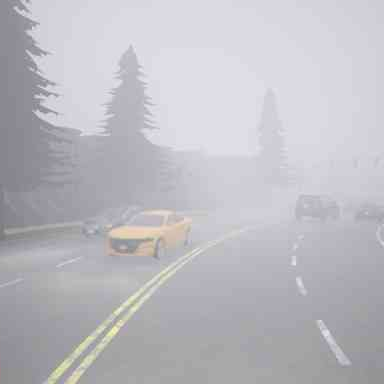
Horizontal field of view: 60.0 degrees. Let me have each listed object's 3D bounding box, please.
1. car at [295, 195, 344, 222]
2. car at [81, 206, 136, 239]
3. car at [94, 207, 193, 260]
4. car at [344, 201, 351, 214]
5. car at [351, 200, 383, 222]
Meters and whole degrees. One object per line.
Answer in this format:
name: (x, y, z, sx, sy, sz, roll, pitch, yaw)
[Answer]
car: (10.168, 1.222, 26.876, 2.150, 2.045, 5.566, 0, 0, 38)
car: (-3.630, 1.491, 17.085, 2.128, 1.511, 4.902, 0, 0, 21)
car: (-1.423, 1.477, 12.855, 1.882, 1.535, 5.008, 0, 0, 18)
car: (17.552, 1.547, 34.699, 5.357, 1.411, 2.033, 0, 0, -42)
car: (14.617, 1.564, 26.608, 1.994, 1.385, 4.181, 0, 0, 42)
